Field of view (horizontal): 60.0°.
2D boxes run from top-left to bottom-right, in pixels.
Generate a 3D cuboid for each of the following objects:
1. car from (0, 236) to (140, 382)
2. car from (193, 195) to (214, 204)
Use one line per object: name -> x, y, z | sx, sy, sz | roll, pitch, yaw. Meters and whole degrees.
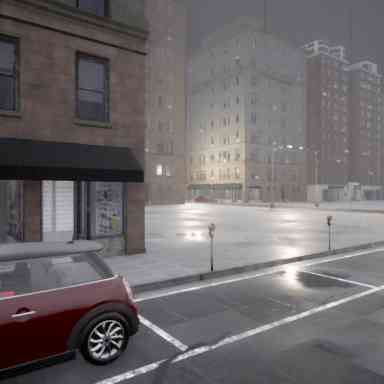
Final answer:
car -> -2.831, 1.440, 4.168 | 4.097, 1.590, 1.967 | 0, 0, -36
car -> 2.124, 1.311, 59.561 | 1.812, 1.442, 4.674 | 0, 0, -36
